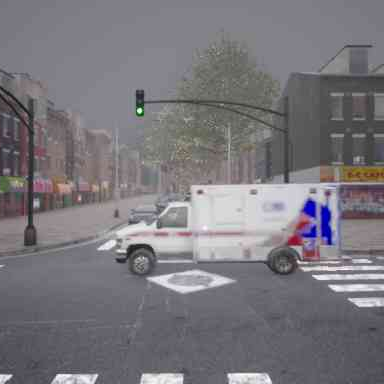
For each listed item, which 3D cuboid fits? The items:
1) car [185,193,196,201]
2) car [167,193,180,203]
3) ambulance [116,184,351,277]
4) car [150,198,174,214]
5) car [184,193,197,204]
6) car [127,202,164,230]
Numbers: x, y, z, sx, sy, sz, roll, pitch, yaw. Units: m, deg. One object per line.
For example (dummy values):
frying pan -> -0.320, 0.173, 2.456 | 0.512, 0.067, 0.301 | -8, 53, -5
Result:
car -> -0.236, 0.904, 62.253 | 1.994, 1.385, 4.181 | 0, 1, 0
car -> -2.972, 0.962, 54.786 | 1.837, 1.490, 4.892 | 0, 0, 0
ambulance -> 1.027, 1.042, 9.841 | 6.366, 2.431, 2.351 | -1, -1, 0
car -> -2.975, 1.358, 33.877 | 1.994, 1.385, 4.181 | 0, 1, 0
car -> -0.196, 0.980, 51.829 | 1.882, 1.535, 5.008 | 0, 1, 0
car -> -2.931, 1.478, 21.878 | 1.812, 1.442, 4.674 | 0, 1, 0
